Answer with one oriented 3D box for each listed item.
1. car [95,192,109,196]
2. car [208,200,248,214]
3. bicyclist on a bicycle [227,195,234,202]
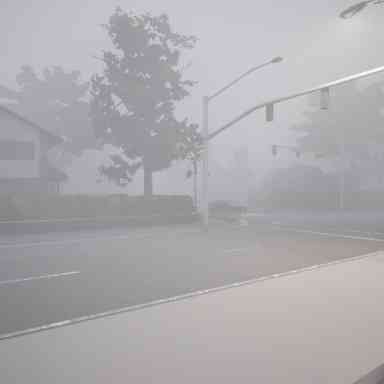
[{"bbox_3d":[-20.412,1.049,75.266,2.150,2.045,5.566,0,0,-36],"label":"car"},{"bbox_3d":[3.613,1.547,36.546,2.033,1.411,5.357,0,0,-36],"label":"car"},{"bbox_3d":[5.913,1.303,51.108,1.656,1.620,0.582,0,0,-36],"label":"bicyclist on a bicycle"}]
